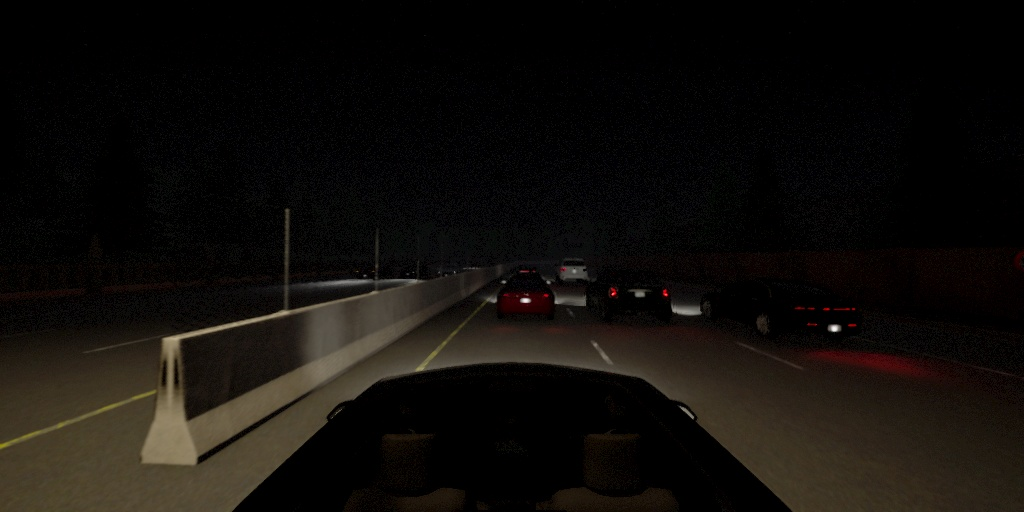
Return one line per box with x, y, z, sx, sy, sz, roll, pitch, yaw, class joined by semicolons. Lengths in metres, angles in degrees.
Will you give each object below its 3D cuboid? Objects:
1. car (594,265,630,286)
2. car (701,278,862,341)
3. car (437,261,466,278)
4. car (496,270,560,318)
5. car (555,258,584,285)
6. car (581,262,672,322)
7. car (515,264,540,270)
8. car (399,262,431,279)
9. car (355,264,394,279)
8.282;1.528;30.044;1.837;1.490;4.892;1;0;3;car
7.396;1.389;10.515;1.837;1.490;4.892;1;0;3;car
-5.739;1.434;34.044;1.812;1.442;4.674;1;0;3;car
0.521;1.398;13.399;1.994;1.385;4.181;1;0;3;car
4.746;1.204;29.241;2.150;2.045;5.566;1;0;3;car
4.012;1.218;13.089;2.097;1.767;4.553;1;0;3;car
1.287;1.446;30.295;2.128;1.511;4.902;1;0;3;car
-9.221;1.381;34.500;1.837;1.490;4.892;1;0;3;car
-12.768;1.435;33.587;1.895;1.301;4.718;1;0;3;car
